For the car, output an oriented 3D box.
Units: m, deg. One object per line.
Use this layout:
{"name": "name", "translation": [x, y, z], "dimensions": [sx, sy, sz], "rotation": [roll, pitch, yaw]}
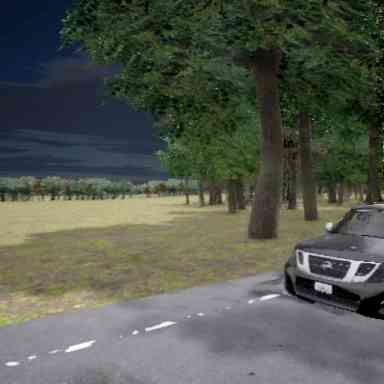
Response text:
{"name": "car", "translation": [4.442, 1.260, 7.165], "dimensions": [5.566, 2.045, 2.150], "rotation": [0, 0, -36]}
